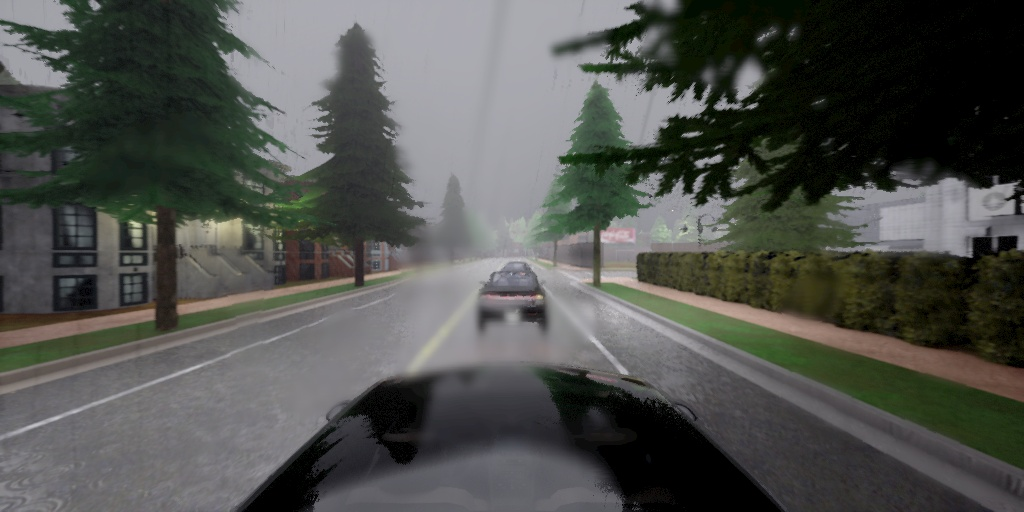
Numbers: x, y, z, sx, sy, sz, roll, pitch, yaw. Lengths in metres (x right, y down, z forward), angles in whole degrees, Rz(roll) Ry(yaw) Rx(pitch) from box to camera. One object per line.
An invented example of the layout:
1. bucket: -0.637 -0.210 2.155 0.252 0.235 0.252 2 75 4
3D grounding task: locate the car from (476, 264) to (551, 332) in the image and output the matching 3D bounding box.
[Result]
1. car: 0.046 1.160 10.535 2.128 1.511 4.902 0 1 1

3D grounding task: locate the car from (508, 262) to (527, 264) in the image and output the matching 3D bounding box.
1. car: 0.426 1.085 24.971 2.033 1.411 5.357 0 0 9
